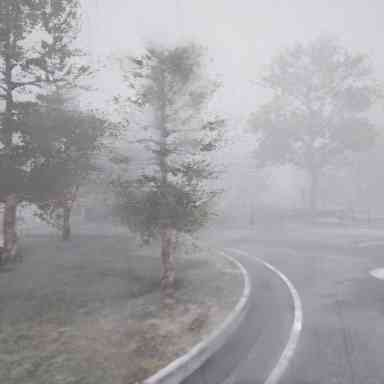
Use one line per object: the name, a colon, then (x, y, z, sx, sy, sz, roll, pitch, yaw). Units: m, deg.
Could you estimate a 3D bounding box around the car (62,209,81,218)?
car: (-14.217, 1.985, 37.649, 2.097, 1.767, 4.553, -1, 0, -2)
